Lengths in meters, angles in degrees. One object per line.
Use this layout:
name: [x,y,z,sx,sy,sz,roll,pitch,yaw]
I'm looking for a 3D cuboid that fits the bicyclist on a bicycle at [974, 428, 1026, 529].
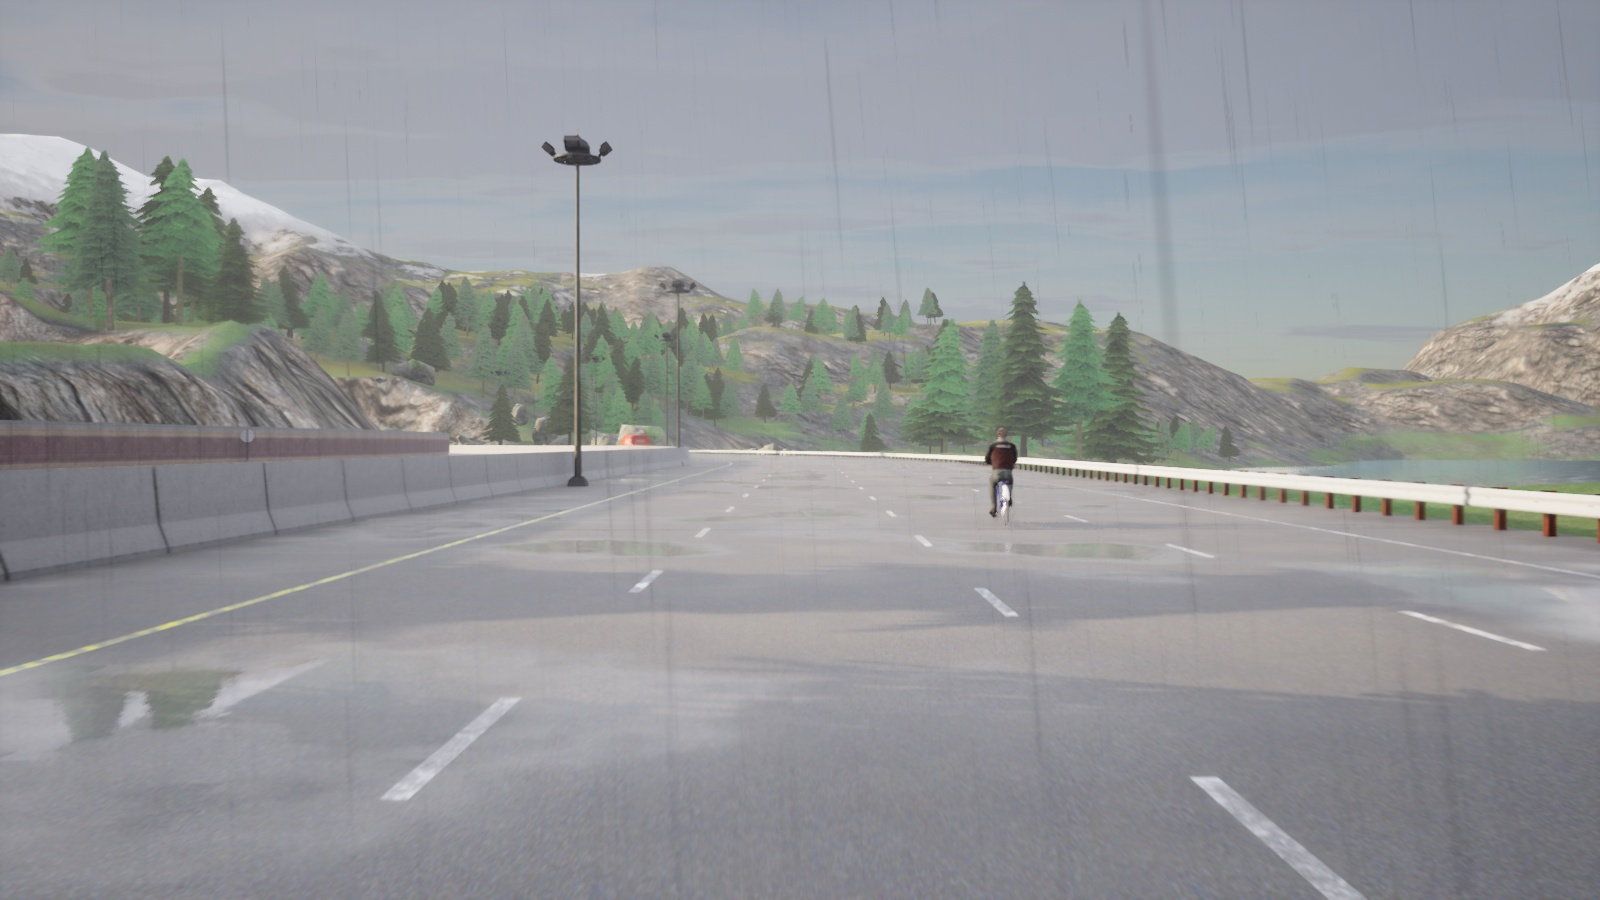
bicyclist on a bicycle: [3.648,0.490,22.997,0.659,1.776,1.843,0,1,0]
